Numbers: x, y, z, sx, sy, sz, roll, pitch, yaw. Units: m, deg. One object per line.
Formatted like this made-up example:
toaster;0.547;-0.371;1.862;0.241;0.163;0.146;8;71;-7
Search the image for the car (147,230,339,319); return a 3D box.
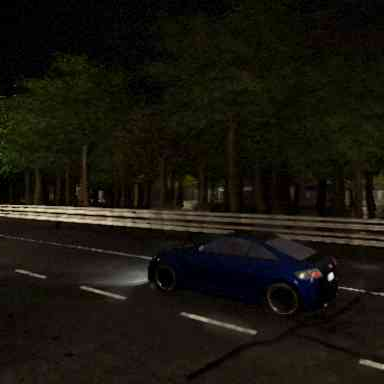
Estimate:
car;0.992;1.569;7.462;4.181;1.385;1.994;0;0;36
